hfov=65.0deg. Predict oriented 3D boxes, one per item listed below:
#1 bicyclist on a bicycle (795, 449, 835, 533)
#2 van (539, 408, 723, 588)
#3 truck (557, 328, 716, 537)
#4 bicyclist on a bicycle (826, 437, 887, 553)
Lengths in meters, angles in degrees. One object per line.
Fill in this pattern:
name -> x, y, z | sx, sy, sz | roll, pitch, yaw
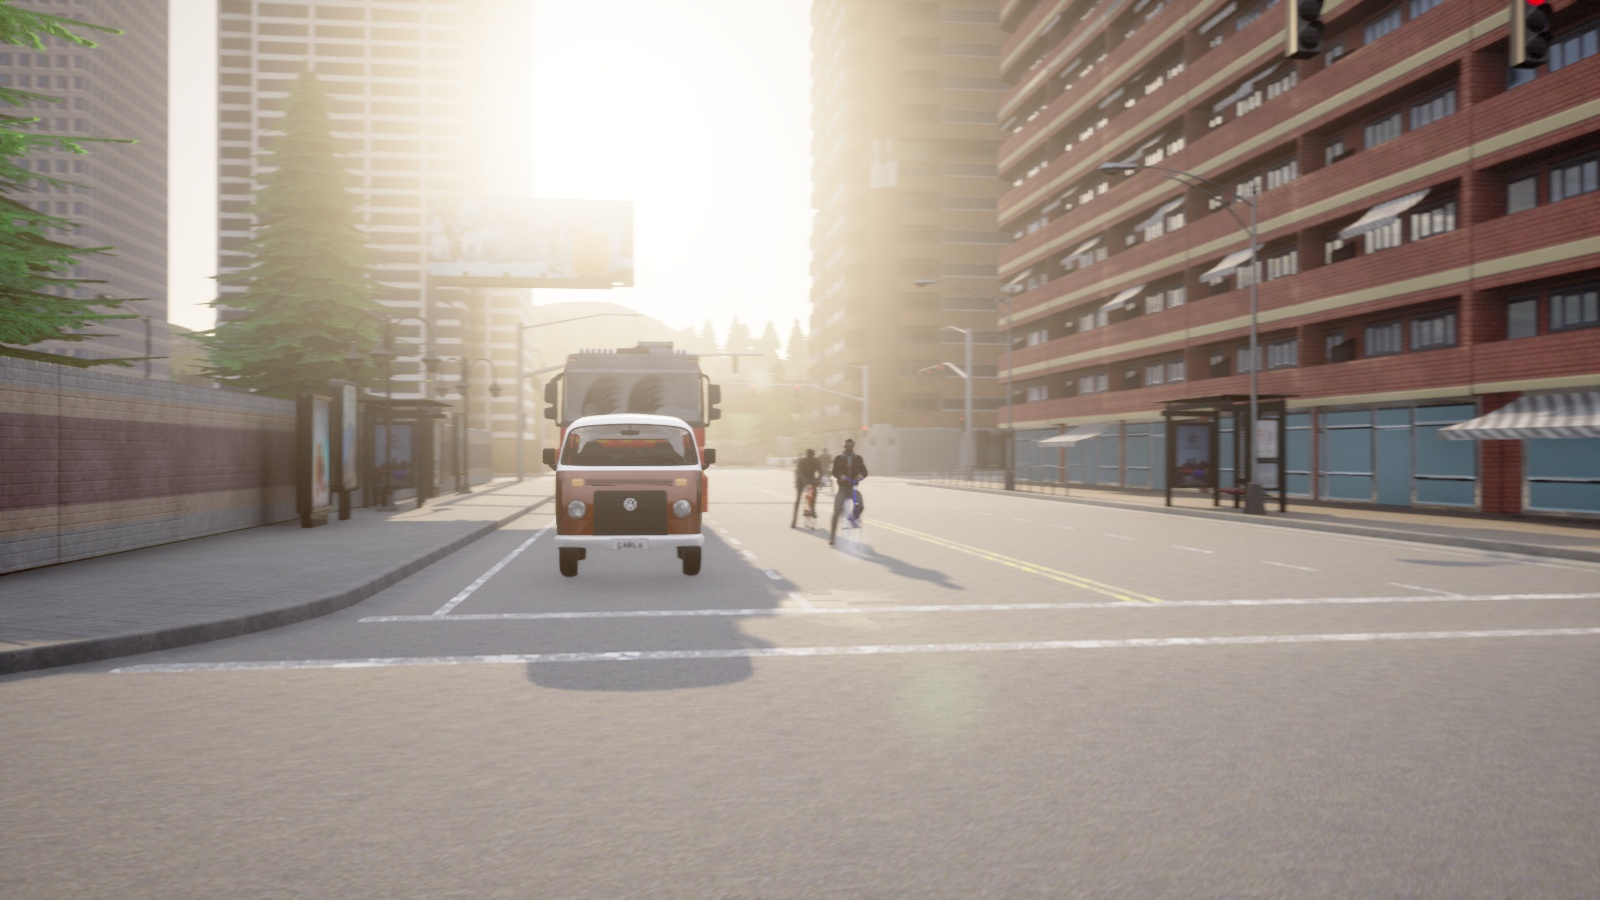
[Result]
bicyclist on a bicycle -> 0.281, 0.790, 25.127 | 0.582, 1.620, 1.656 | 0, 0, -7
van -> -2.196, 0.544, 16.566 | 2.069, 2.038, 4.480 | 0, 0, -7
truck -> -3.524, -0.303, 27.372 | 2.891, 3.827, 8.468 | 0, 0, -7
bicyclist on a bicycle -> 0.887, 0.689, 20.190 | 0.659, 1.776, 1.843 | 0, 0, -7
